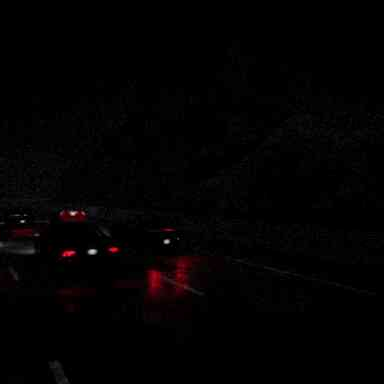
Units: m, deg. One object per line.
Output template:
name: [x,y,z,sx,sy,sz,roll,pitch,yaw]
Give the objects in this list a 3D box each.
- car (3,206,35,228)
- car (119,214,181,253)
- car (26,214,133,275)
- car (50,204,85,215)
car: [-13.335,1.853,25.719,1.837,1.490,4.892,1,-1,-32]
car: [-2.275,1.734,14.963,2.128,1.511,4.902,1,-1,-32]
car: [-4.063,1.714,11.225,2.033,1.411,5.357,1,-1,-32]
car: [-10.328,1.749,27.514,2.097,1.767,4.553,1,-1,-32]
